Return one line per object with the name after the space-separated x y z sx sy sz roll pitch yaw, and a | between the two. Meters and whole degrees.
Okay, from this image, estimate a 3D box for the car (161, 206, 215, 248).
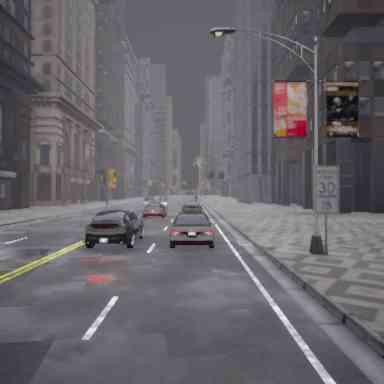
0.000 1.569 14.651 2.033 1.411 5.357 0 0 0 | car

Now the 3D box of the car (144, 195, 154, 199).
-9.751 1.484 75.921 1.994 1.385 4.181 0 0 0 | car

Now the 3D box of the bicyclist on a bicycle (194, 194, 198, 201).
0.893 1.407 70.379 0.659 1.776 1.843 0 0 0 | bicyclist on a bicycle

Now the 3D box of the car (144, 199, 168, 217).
-3.250 1.589 29.653 1.994 1.385 4.181 0 0 0 | car

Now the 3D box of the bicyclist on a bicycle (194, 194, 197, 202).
0.894 1.408 79.380 0.659 1.776 1.843 0 0 0 | bicyclist on a bicycle

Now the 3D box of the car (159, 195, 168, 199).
-6.500 1.457 75.920 2.128 1.511 4.902 0 0 0 | car

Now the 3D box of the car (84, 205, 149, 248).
-3.250 1.522 14.652 1.837 1.490 4.892 0 0 0 | car

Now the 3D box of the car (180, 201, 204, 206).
0.000 1.533 29.653 1.837 1.490 4.892 0 0 0 | car
